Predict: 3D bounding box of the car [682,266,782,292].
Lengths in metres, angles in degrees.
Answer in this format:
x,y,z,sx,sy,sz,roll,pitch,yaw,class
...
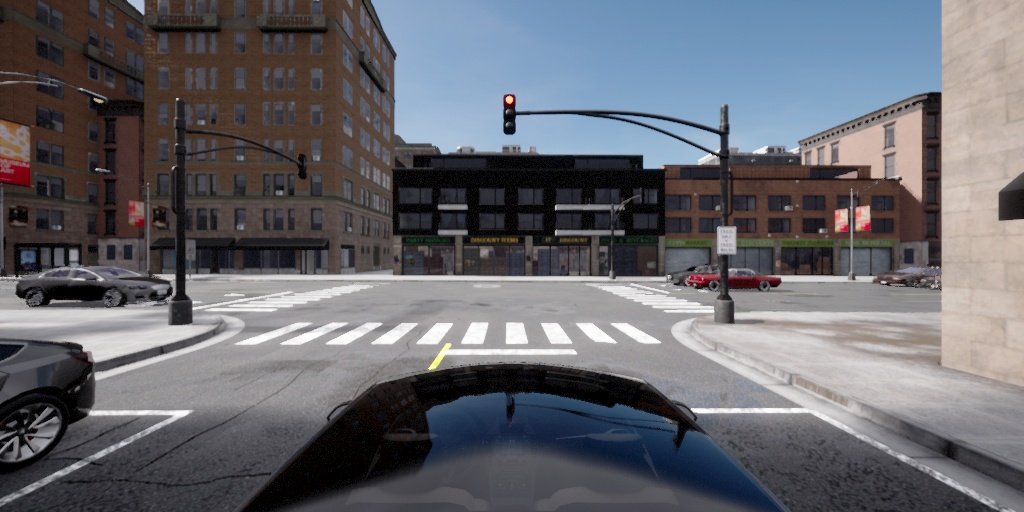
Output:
x,y,z,sx,sy,sz,roll,pitch,yaw,class
13.079,1.416,21.356,4.718,1.301,1.895,0,0,-1,car

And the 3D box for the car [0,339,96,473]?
x,y,z,sx,sy,sz,roll,pitch,yaw,class
-5.388,1.315,2.114,1.948,1.339,4.313,0,0,0,car

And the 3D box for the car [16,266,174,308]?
x,y,z,sx,sy,sz,roll,pitch,yaw,class
-16.393,1.164,14.261,4.902,1.511,2.128,0,0,-1,car

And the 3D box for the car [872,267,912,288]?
x,y,z,sx,sy,sz,roll,pitch,yaw,class
28.338,1.442,24.803,5.357,1.411,2.033,0,0,-1,car

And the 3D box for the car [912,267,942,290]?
x,y,z,sx,sy,sz,roll,pitch,yaw,class
28.010,1.442,21.547,5.357,1.411,2.033,0,0,-1,car

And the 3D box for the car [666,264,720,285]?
x,y,z,sx,sy,sz,roll,pitch,yaw,class
13.170,1.319,24.605,4.892,1.490,1.837,0,0,-1,car
